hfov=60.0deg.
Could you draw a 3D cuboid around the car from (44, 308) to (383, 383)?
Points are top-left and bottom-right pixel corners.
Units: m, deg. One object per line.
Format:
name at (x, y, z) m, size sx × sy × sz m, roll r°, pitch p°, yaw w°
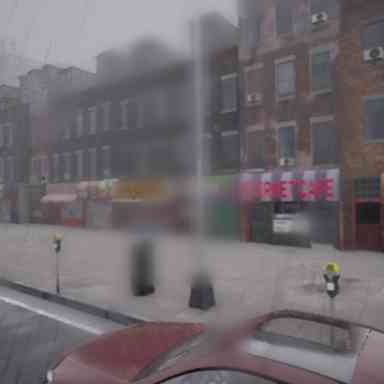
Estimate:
car at (0.597, 1.590, 2.393) m, size 4.206 × 1.307 × 1.802 m, roll -1°, pitch -1°, yaw 36°
